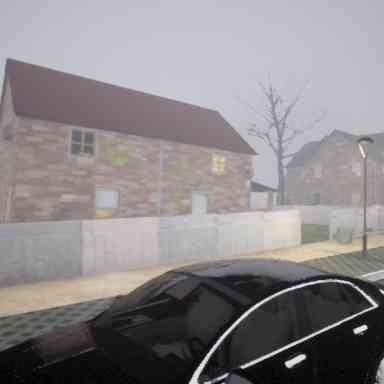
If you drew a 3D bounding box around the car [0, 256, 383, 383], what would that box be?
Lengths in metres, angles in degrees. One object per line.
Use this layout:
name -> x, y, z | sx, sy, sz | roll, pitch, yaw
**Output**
car -> 0.339, 1.519, 3.310 | 4.892, 1.490, 1.837 | 1, -1, -36
